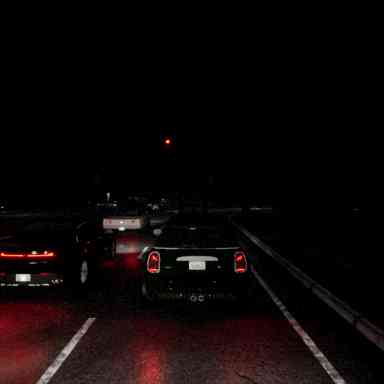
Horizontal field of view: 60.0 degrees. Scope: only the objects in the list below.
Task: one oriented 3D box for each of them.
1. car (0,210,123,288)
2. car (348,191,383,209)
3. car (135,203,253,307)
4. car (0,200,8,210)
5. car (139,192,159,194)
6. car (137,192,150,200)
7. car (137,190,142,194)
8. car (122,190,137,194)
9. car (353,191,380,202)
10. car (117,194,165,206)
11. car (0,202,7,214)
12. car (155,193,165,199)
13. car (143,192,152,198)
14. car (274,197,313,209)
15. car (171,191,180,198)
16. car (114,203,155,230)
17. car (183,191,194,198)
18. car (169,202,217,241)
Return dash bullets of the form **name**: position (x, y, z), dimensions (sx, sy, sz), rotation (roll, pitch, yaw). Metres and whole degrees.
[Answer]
- **car**: position (-3.415, 1.468, 9.145), dimensions (1.837, 1.490, 4.892), rotation (0, 0, 0)
- **car**: position (21.877, 0.922, 39.734), dimensions (5.566, 2.045, 2.150), rotation (0, 1, -3)
- **car**: position (0.088, 1.323, 8.092), dimensions (2.097, 1.767, 4.553), rotation (0, 0, 0)
- **car**: position (-19.602, 1.007, 29.787), dimensions (5.566, 2.045, 2.150), rotation (0, 1, 2)
- **car**: position (-7.200, 1.105, 56.020), dimensions (2.033, 1.411, 5.357), rotation (0, 1, 0)
- **car**: position (-10.732, 0.894, 73.537), dimensions (2.128, 1.511, 4.902), rotation (0, 1, -1)
- **car**: position (-10.681, 0.709, 63.313), dimensions (2.150, 2.045, 5.566), rotation (0, 1, 0)
- **car**: position (-10.695, 0.928, 53.872), dimensions (2.097, 1.767, 4.553), rotation (0, 0, 0)
- **car**: position (20.144, 0.955, 35.916), dimensions (5.566, 2.045, 2.150), rotation (0, 1, -3)
- **car**: position (-5.242, 1.238, 34.443), dimensions (4.902, 1.511, 2.128), rotation (0, 1, -3)
- **car**: position (-10.546, 1.424, 14.571), dimensions (1.837, 1.490, 4.892), rotation (0, 0, 1)
- **car**: position (-7.301, 0.870, 76.515), dimensions (2.033, 1.411, 5.357), rotation (0, 1, -1)
- **car**: position (-11.067, 0.749, 83.759), dimensions (1.812, 1.442, 4.674), rotation (0, 1, -2)
- **car**: position (12.126, 1.306, 39.167), dimensions (4.718, 1.301, 1.895), rotation (0, 1, -3)
- **car**: position (-4.075, 0.700, 84.149), dimensions (1.882, 1.535, 5.008), rotation (0, 1, -3)
- **car**: position (-3.435, 1.487, 18.466), dimensions (1.895, 1.301, 4.718), rotation (0, 1, 0)
- **car**: position (-0.680, 0.707, 86.096), dimensions (1.812, 1.442, 4.674), rotation (0, 1, -4)
- **car**: position (0.061, 1.388, 17.289), dimensions (2.128, 1.511, 4.902), rotation (0, 0, 1)
